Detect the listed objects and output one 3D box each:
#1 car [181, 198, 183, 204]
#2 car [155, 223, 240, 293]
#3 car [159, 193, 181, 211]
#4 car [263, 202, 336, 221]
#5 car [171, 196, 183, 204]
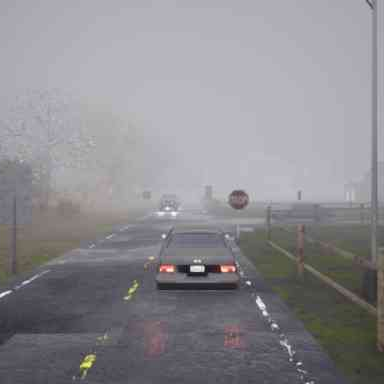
[{"bbox_3d":[-2.807,1.434,51.538,1.882,1.535,5.008,0,0,1],"label":"car"},{"bbox_3d":[0.101,1.546,8.990,2.033,1.411,5.357,0,0,0],"label":"car"},{"bbox_3d":[-2.835,1.194,41.522,2.150,2.045,5.566,0,0,0],"label":"car"},{"bbox_3d":[8.315,1.507,25.910,5.357,1.411,2.033,0,0,-5],"label":"car"},{"bbox_3d":[-2.775,1.440,61.631,1.837,1.490,4.892,0,0,1],"label":"car"}]
